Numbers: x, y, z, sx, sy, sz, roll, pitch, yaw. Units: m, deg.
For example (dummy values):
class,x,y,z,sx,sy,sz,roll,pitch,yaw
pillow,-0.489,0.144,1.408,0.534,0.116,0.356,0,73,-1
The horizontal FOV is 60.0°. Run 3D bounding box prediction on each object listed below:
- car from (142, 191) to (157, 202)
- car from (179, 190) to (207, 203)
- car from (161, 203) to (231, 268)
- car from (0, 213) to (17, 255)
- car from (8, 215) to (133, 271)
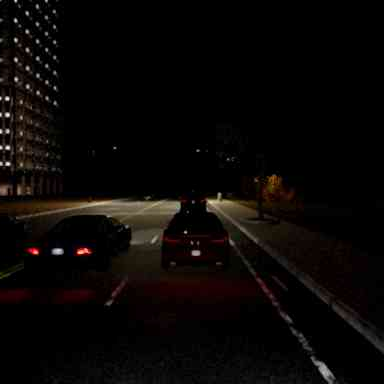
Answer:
class,x,y,z,sx,sy,sz,roll,pitch,yaw
car,-6.506,0.657,51.388,1.812,1.442,4.674,0,1,0
car,0.096,0.845,28.816,2.150,2.045,5.566,0,1,0
car,0.099,1.336,10.743,1.882,1.535,5.008,0,1,0
car,-6.601,1.377,9.639,1.837,1.490,4.892,0,1,0
car,-3.151,1.411,10.317,2.033,1.411,5.357,0,1,0
